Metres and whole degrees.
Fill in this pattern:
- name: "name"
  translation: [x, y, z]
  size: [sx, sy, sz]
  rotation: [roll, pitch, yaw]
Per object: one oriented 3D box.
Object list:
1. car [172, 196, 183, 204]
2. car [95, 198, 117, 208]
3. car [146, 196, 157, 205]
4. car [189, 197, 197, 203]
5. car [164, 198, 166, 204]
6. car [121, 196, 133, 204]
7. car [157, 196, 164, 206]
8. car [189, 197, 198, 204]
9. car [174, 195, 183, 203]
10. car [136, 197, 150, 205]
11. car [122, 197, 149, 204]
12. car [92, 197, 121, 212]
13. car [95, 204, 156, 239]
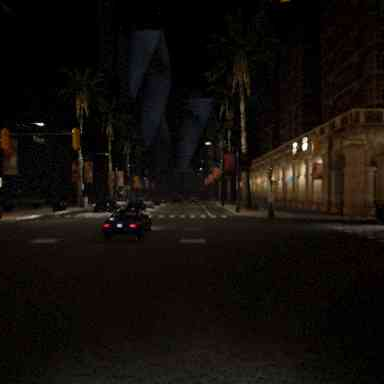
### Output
- name: "car"
  translation: [-3.234, 1.631, 72.115]
  size: [2.097, 1.767, 4.553]
  rotation: [0, 0, 0]
- name: "car"
  translation: [-13.501, 1.704, 52.547]
  size: [2.161, 1.482, 4.786]
  rotation: [0, 0, 0]
- name: "car"
  translation: [-6.831, 1.713, 50.064]
  size: [1.812, 1.442, 4.674]
  rotation: [0, 0, 1]
- name: "car"
  translation: [0.195, 1.857, 82.184]
  size: [2.033, 1.411, 5.357]
  rotation: [0, 0, 0]
- name: "car"
  translation: [-6.725, 1.615, 70.087]
  size: [2.097, 1.767, 4.553]
  rotation: [0, 0, 1]
- name: "car"
  translation: [-10.338, 1.705, 48.882]
  size: [1.812, 1.442, 4.674]
  rotation: [0, 0, 1]
- name: "car"
  translation: [-6.781, 1.773, 59.957]
  size: [2.033, 1.411, 5.357]
  rotation: [0, 0, 0]
- name: "car"
  translation: [0.266, 1.873, 72.003]
  size: [1.895, 1.301, 4.718]
  rotation: [0, 0, 0]
- name: "car"
  translation: [-3.305, 1.669, 82.187]
  size: [2.097, 1.767, 4.553]
  rotation: [0, 0, 0]
- name: "car"
  translation: [-10.227, 1.779, 69.261]
  size: [2.128, 1.511, 4.902]
  rotation: [0, 0, 1]
- name: "car"
  translation: [-6.922, 1.718, 41.471]
  size: [1.994, 1.385, 4.181]
  rotation: [0, 0, 1]
- name: "car"
  translation: [-10.433, 1.498, 40.112]
  size: [2.097, 1.767, 4.553]
  rotation: [0, 0, 0]
- name: "car"
  translation: [-3.337, 1.614, 17.885]
  size: [2.033, 1.411, 5.357]
  rotation: [0, 0, 0]
